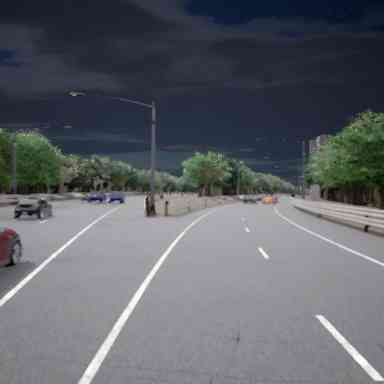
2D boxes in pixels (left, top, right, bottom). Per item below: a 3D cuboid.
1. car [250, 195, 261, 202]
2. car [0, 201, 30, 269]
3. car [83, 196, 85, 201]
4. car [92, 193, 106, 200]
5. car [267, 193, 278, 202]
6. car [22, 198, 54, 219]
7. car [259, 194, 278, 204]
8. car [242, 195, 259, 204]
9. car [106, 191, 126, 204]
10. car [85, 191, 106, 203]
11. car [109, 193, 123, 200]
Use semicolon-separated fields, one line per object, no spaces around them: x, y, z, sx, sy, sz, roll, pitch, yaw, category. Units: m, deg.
13.866;1.346;72.356;1.994;1.385;4.181;1;0;17;car
-5.791;1.253;8.025;2.097;1.767;4.553;1;0;-11;car
-20.163;1.045;65.757;1.812;1.442;4.674;1;-1;-4;car
-20.651;1.010;73.879;1.812;1.442;4.674;1;0;-2;car
17.435;1.222;72.043;2.097;1.767;4.553;1;0;17;car
-12.417;1.265;26.386;1.837;1.490;4.892;1;0;-9;car
14.457;1.323;62.526;2.097;1.767;4.553;1;0;17;car
10.863;1.282;62.759;2.097;1.767;4.553;1;0;17;car
-12.482;0.876;55.838;2.150;2.045;5.566;1;0;-5;car
-15.966;0.824;56.622;2.150;2.045;5.566;1;0;-5;car
-17.205;1.051;75.156;2.128;1.511;4.902;1;0;-2;car
